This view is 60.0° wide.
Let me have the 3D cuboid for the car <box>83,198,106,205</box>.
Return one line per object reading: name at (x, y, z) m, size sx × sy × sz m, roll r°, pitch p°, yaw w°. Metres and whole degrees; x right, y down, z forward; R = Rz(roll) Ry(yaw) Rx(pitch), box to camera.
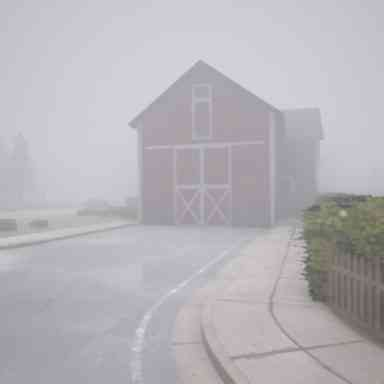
car at (-12.559, 1.585, 43.720) m, size 1.816 × 1.474 × 4.193 m, roll -6°, pitch -1°, yaw 15°
